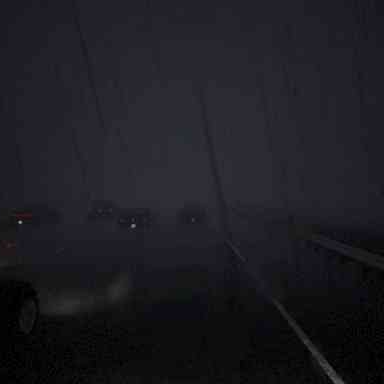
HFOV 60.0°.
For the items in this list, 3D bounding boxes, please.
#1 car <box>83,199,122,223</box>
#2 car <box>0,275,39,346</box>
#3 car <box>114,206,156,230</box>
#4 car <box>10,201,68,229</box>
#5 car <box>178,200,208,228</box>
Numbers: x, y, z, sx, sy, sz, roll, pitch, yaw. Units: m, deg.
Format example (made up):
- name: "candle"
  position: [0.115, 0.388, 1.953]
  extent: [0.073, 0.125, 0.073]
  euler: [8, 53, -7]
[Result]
- name: "car"
  position: [-6.931, 1.464, 27.149]
  extent: [2.097, 1.767, 4.553]
  euler: [0, 0, 0]
- name: "car"
  position: [-3.406, 1.540, 3.530]
  extent: [1.812, 1.442, 4.674]
  euler: [0, 0, 0]
- name: "car"
  position: [-3.424, 1.690, 21.627]
  extent: [1.895, 1.301, 4.718]
  euler: [0, 0, 0]
- name: "car"
  position: [-10.426, 1.598, 22.614]
  extent: [1.837, 1.490, 4.892]
  euler: [0, 0, 0]
- name: "car"
  position: [0.073, 1.574, 23.166]
  extent: [1.882, 1.535, 5.008]
  euler: [0, 0, 0]
